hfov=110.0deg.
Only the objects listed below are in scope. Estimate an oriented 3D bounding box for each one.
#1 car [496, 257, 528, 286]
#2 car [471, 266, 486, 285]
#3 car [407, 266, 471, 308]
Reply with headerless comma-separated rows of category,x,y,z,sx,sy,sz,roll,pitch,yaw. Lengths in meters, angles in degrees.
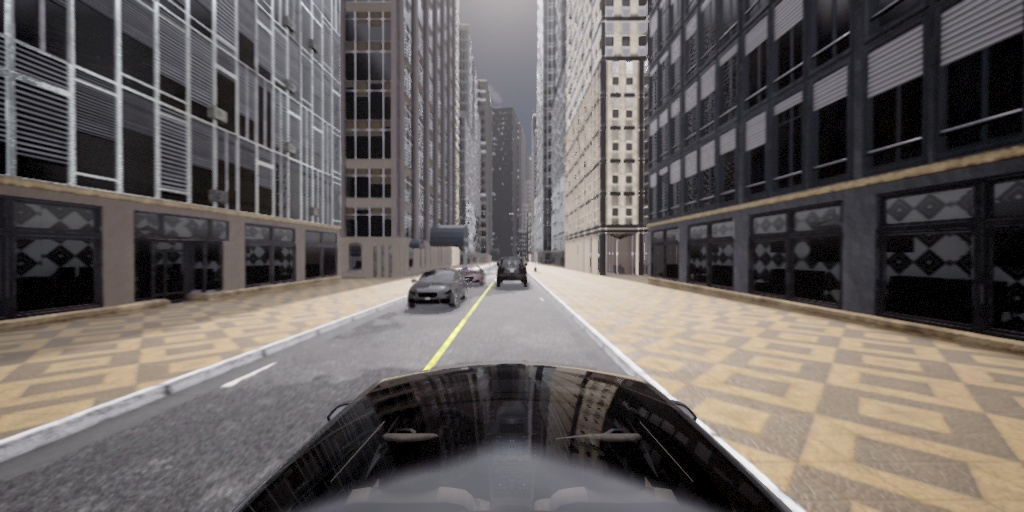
car,0.011,1.083,26.514,2.150,2.045,5.566,0,0,0
car,-3.008,1.439,26.676,1.994,1.385,4.181,0,0,0
car,-3.097,1.313,15.573,1.837,1.490,4.892,0,0,0
